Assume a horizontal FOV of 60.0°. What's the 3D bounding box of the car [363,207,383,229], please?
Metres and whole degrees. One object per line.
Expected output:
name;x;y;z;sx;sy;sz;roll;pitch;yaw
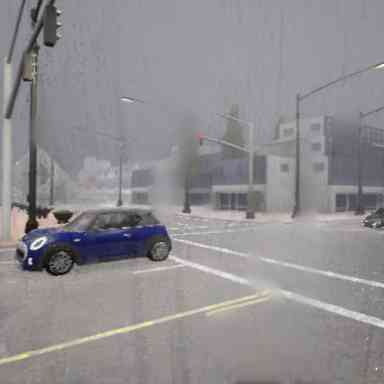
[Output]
car;13.183;1.723;21.883;4.892;1.490;1.837;0;0;-35

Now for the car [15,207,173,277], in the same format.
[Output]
car;-2.920;1.336;10.385;4.553;1.767;2.097;0;0;-36
